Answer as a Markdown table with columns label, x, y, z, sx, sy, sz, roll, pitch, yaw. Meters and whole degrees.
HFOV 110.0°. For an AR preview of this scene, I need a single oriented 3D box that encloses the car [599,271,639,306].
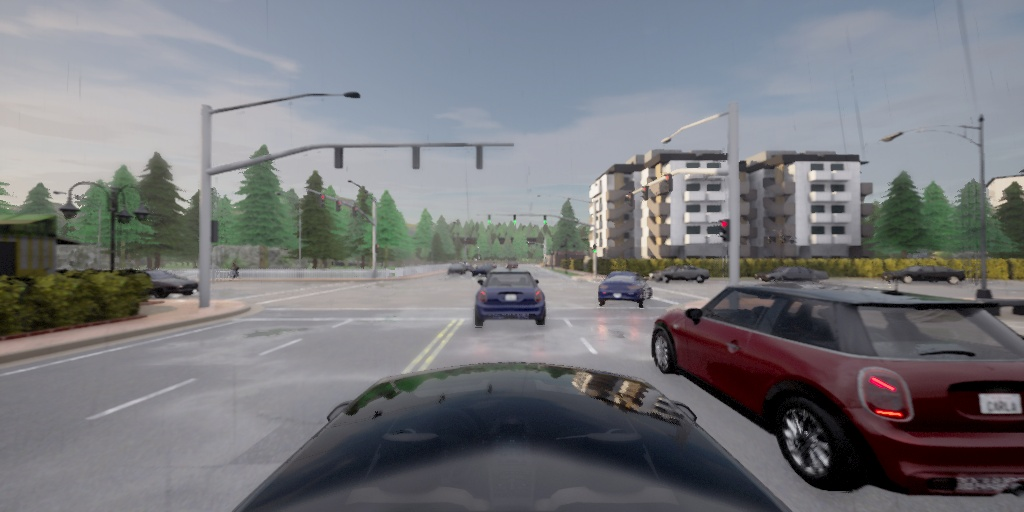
| label | x | y | z | sx | sy | sz | roll | pitch | yaw |
| --- | --- | --- | --- | --- | --- | --- | --- | --- | --- |
| car | 5.236 | 1.423 | 16.509 | 1.812 | 1.442 | 4.674 | -1 | -1 | 26 |

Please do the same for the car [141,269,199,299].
| label | x | y | z | sx | sy | sz | roll | pitch | yaw |
| --- | --- | --- | --- | --- | --- | --- | --- | --- | --- |
| car | -19.468 | 1.471 | 18.974 | 5.357 | 1.411 | 2.033 | 0 | -1 | -1 |

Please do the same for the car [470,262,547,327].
| label | x | y | z | sx | sy | sz | roll | pitch | yaw |
| --- | --- | --- | --- | --- | --- | --- | --- | --- | --- |
| car | -0.120 | 1.207 | 12.207 | 2.097 | 1.767 | 4.553 | 0 | -1 | -2 |

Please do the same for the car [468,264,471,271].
| label | x | y | z | sx | sy | sz | roll | pitch | yaw |
| --- | --- | --- | --- | --- | --- | --- | --- | --- | --- |
| car | -3.555 | 1.752 | 41.780 | 1.895 | 1.301 | 4.718 | 0 | -1 | 0 |

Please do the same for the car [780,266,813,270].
| label | x | y | z | sx | sy | sz | roll | pitch | yaw |
| --- | --- | --- | --- | --- | --- | --- | --- | --- | --- |
| car | 23.829 | 1.586 | 30.611 | 5.357 | 1.411 | 2.033 | 0 | -1 | 0 |

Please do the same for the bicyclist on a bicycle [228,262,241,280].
| label | x | y | z | sx | sy | sz | roll | pitch | yaw |
| --- | --- | --- | --- | --- | --- | --- | --- | --- | --- |
| bicyclist on a bicycle | -25.766 | 1.369 | 33.310 | 0.582 | 1.620 | 1.656 | 0 | 0 | -1 |

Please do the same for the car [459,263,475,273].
| label | x | y | z | sx | sy | sz | roll | pitch | yaw |
| --- | --- | --- | --- | --- | --- | --- | --- | --- | --- |
| car | -7.022 | 1.858 | 56.057 | 1.994 | 1.385 | 4.181 | 0 | -1 | 0 |

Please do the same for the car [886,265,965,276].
| label | x | y | z | sx | sy | sz | roll | pitch | yaw |
| --- | --- | --- | --- | --- | --- | --- | --- | --- | --- |
| car | 33.959 | 1.507 | 29.754 | 5.008 | 1.535 | 1.882 | 0 | -1 | 11 |

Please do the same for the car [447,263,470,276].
| label | x | y | z | sx | sy | sz | roll | pitch | yaw |
| --- | --- | --- | --- | --- | --- | --- | --- | --- | --- |
| car | -7.033 | 1.673 | 46.140 | 1.882 | 1.535 | 5.008 | 0 | -1 | 0 |

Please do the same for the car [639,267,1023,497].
| label | x | y | z | sx | sy | sz | roll | pitch | yaw |
| --- | --- | --- | --- | --- | --- | --- | --- | --- | --- |
| car | 3.602 | 1.132 | 4.769 | 2.097 | 1.767 | 4.553 | 0 | -1 | 0 |

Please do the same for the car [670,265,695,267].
| label | x | y | z | sx | sy | sz | roll | pitch | yaw |
| --- | --- | --- | --- | --- | --- | --- | --- | --- | --- |
| car | 14.090 | 1.528 | 30.316 | 4.902 | 1.511 | 2.128 | 0 | -1 | -2 |

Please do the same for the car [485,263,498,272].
| label | x | y | z | sx | sy | sz | roll | pitch | yaw |
| --- | --- | --- | --- | --- | --- | --- | --- | --- | --- |
| car | -3.494 | 1.950 | 61.548 | 1.895 | 1.301 | 4.718 | 0 | -1 | 1 |
